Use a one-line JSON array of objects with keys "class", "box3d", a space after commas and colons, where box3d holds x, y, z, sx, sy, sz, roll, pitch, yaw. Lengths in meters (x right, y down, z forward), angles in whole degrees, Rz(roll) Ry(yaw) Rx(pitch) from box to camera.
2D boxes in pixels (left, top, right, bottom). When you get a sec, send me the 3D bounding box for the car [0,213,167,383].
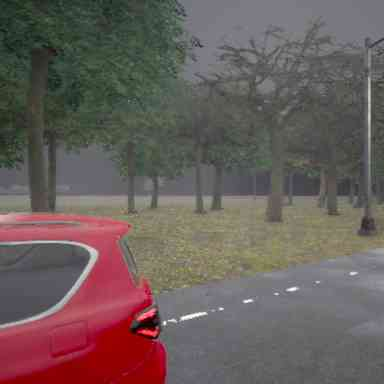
[{"class": "car", "box3d": [-2.814, 1.222, 1.982, 5.566, 2.045, 2.150, 0, 0, -36]}]
